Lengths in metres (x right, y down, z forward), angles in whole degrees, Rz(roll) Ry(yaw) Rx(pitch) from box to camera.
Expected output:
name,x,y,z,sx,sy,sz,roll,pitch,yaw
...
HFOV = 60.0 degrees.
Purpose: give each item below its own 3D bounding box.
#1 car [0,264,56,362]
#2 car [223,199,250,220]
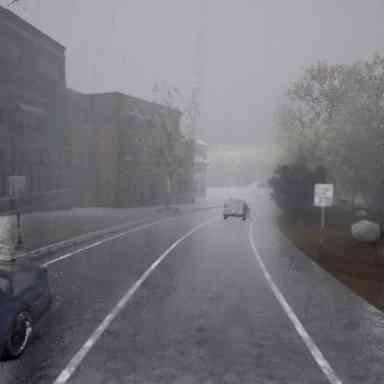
name,x,y,z,sx,sy,sz,roll,pitch,yaw
car,-3.213,1.521,3.146,2.033,1.411,5.357,0,0,2
car,3.872,1.579,28.336,2.033,1.411,5.357,2,0,15
